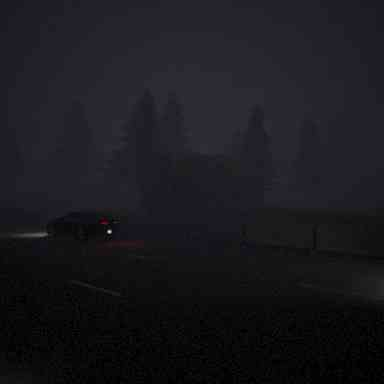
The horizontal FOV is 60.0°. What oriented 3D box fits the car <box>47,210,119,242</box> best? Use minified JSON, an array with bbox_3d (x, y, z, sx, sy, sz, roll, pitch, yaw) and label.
[{"bbox_3d":[-5.949,1.728,17.936,4.892,1.490,1.837,-1,-1,39],"label":"car"}]
